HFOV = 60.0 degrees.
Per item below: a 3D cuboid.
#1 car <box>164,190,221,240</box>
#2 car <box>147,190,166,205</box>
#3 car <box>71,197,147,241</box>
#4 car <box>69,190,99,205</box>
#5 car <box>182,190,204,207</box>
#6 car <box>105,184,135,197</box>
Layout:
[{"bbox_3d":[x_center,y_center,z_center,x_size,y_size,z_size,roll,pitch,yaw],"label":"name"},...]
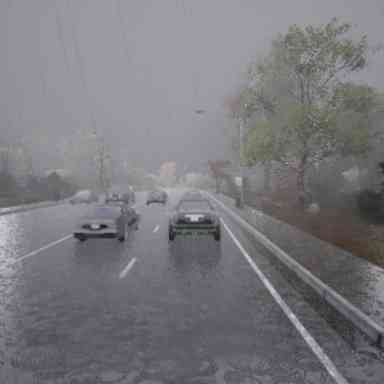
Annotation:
[{"bbox_3d":[0.097,0.984,14.954,2.097,1.767,4.553,0,2,0],"label":"car"},{"bbox_3d":[-3.423,0.521,33.508,2.033,1.411,5.357,0,2,0],"label":"car"},{"bbox_3d":[-3.480,1.196,14.511,2.033,1.411,5.357,0,2,0],"label":"car"},{"bbox_3d":[-10.599,0.512,33.116,1.812,1.442,4.674,0,2,0],"label":"car"},{"bbox_3d":[0.092,0.538,33.043,2.033,1.411,5.357,0,2,0],"label":"car"},{"bbox_3d":[-7.099,0.196,33.419,2.150,2.045,5.566,0,2,0],"label":"car"}]
